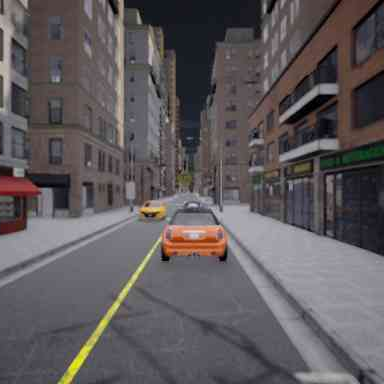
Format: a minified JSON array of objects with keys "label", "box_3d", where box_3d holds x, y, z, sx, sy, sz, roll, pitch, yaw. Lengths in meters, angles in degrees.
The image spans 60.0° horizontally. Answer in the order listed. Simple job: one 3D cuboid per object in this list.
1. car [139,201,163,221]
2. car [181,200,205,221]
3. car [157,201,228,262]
[{"label":"car","box_3d":[-3.104,1.446,27.163,1.882,1.535,5.008,0,0,0]},{"label":"car","box_3d":[0.077,1.494,27.948,1.812,1.442,4.674,0,0,0]},{"label":"car","box_3d":[0.078,1.338,12.174,2.097,1.767,4.553,0,0,0]}]
